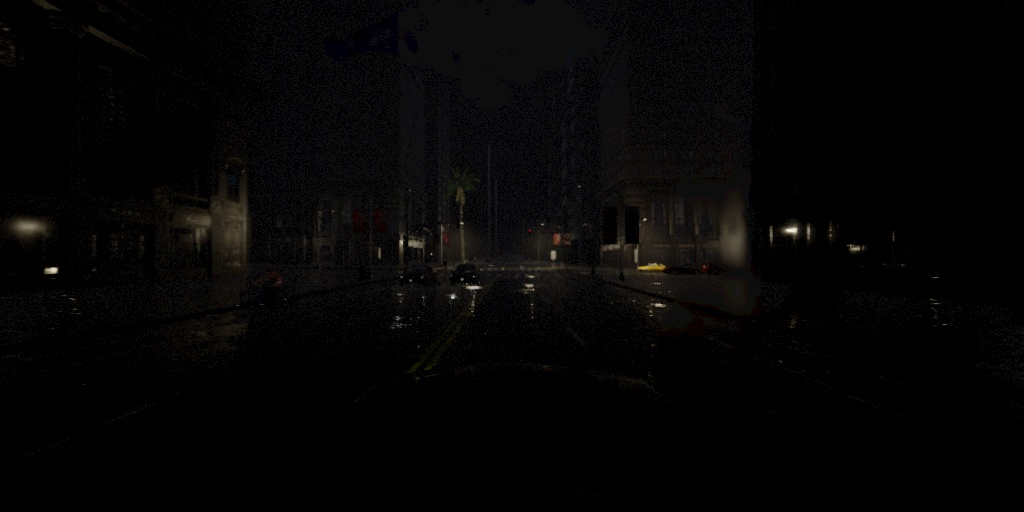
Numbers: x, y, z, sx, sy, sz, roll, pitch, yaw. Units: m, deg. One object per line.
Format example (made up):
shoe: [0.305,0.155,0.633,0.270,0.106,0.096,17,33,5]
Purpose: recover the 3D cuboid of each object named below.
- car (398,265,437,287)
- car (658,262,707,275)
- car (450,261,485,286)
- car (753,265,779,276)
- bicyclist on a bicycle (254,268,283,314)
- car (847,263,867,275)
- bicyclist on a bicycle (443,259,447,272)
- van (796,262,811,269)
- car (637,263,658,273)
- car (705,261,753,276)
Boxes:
car: [-6.593,1.351,25.710,1.812,1.442,4.674,0,0,0]
car: [20.713,1.710,43.672,4.507,1.381,1.888,0,0,0]
car: [-3.337,1.333,26.538,1.837,1.490,4.892,0,0,0]
car: [30.888,1.886,43.640,4.207,1.307,1.802,0,0,0]
bicyclist on a bicycle: [-8.750,1.224,12.952,0.866,1.612,1.509,0,-1,0]
car: [41.062,1.757,43.607,5.009,1.841,2.192,0,0,0]
bicyclist on a bicycle: [-8.743,1.240,46.901,0.582,1.620,1.656,1,0,0]
van: [35.975,1.714,43.624,3.998,1.789,1.690,0,0,0]
car: [20.571,1.743,52.200,4.829,1.417,1.751,0,0,0]
car: [25.801,1.550,43.656,5.009,1.841,2.192,0,0,0]
